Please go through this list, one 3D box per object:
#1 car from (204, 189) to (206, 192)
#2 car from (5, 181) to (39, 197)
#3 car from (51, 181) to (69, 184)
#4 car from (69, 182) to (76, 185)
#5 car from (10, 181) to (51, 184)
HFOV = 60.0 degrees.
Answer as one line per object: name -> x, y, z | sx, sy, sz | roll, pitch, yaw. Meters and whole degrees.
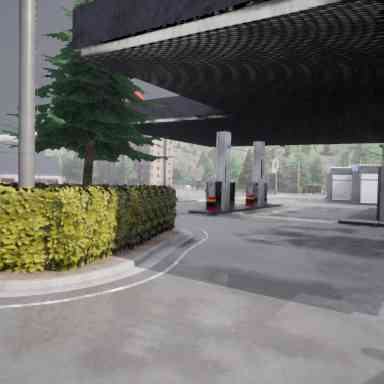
car -> 4.930, -0.335, 65.577 | 5.027, 1.636, 2.152 | 2, 2, 35
car -> -21.727, -0.457, 42.412 | 4.605, 1.855, 1.932 | 2, 2, 35
car -> -26.734, -1.251, 65.441 | 3.866, 1.878, 1.905 | 2, 2, 35
car -> -25.395, -1.278, 68.053 | 4.605, 1.855, 1.932 | 2, 2, 35
car -> -17.196, -0.173, 35.193 | 3.866, 1.878, 1.905 | 2, 2, 35
